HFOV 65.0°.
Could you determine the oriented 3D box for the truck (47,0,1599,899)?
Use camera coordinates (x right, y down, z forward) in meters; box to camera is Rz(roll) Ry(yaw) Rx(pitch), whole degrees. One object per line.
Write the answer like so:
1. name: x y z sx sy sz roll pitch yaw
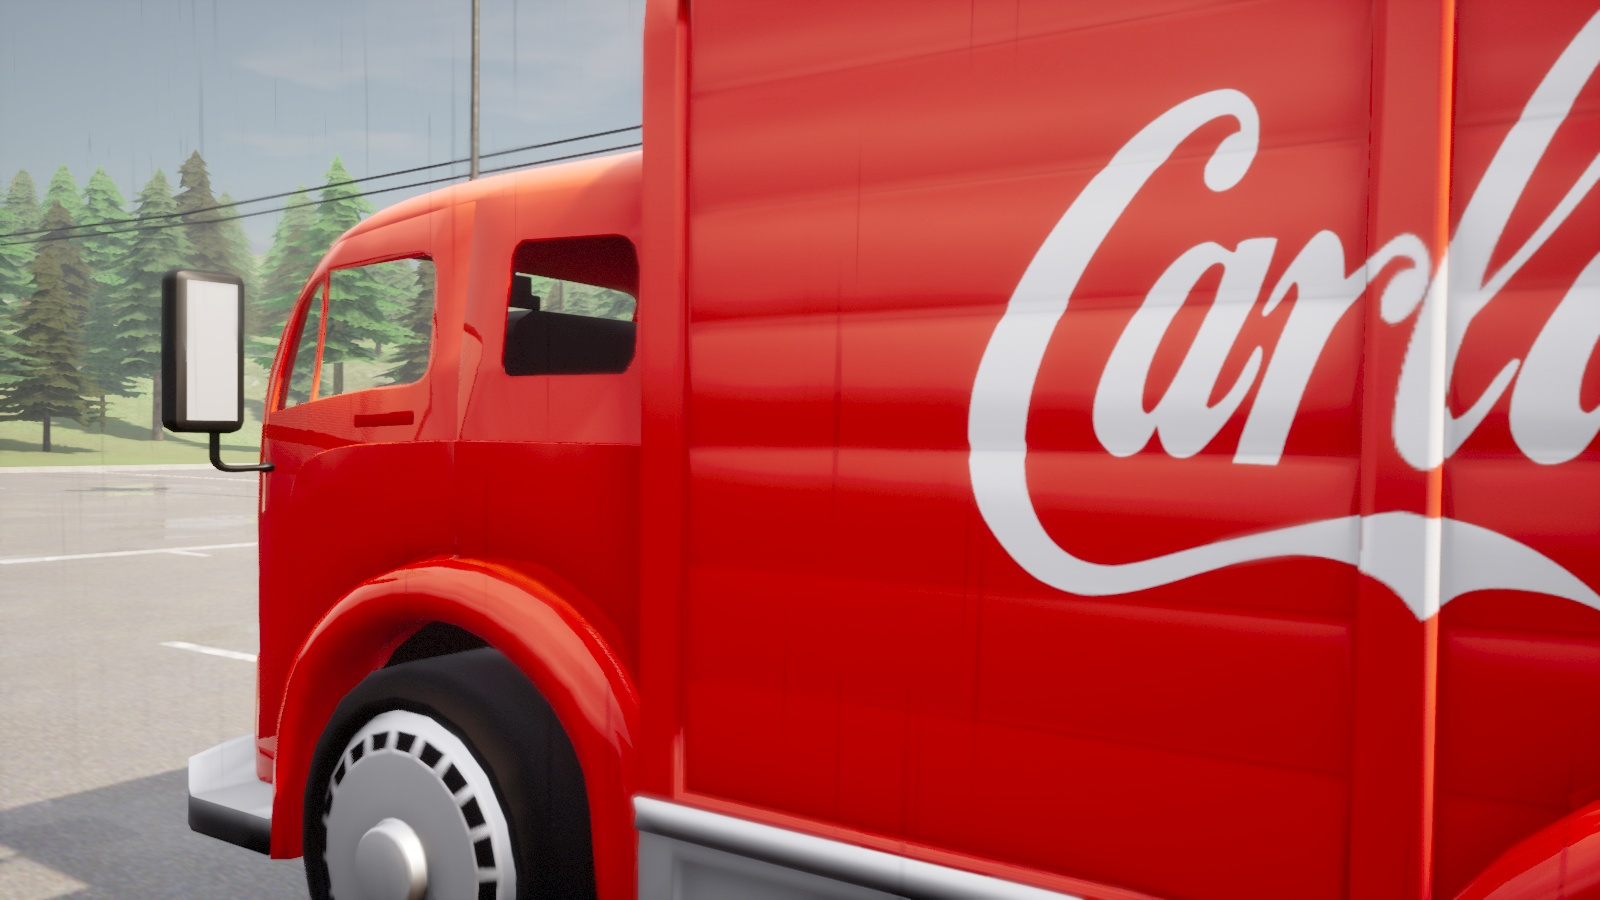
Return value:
1. truck: 0.898 0.195 3.018 5.204 2.467 2.627 0 1 34
